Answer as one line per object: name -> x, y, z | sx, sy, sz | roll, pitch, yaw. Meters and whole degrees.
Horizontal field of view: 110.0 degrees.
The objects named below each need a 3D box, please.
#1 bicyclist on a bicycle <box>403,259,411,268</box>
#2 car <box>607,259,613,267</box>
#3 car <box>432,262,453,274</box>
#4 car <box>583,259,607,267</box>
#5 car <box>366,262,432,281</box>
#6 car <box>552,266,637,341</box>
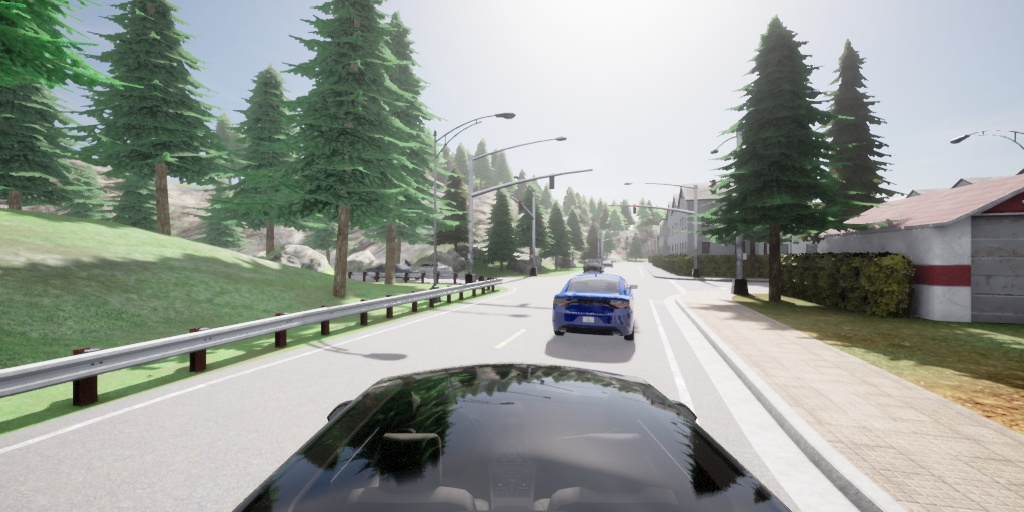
bicyclist on a bicycle -> -11.150, 1.167, 38.207 | 0.582, 1.620, 1.656 | -2, 5, 18
car -> 16.591, 1.298, 62.447 | 2.033, 1.411, 5.357 | 0, 0, 19
car -> -7.724, 1.291, 33.353 | 4.674, 1.442, 1.812 | 0, 0, 20
car -> 9.772, 1.102, 42.829 | 2.097, 1.767, 4.553 | 0, 0, 19
car -> -9.879, 1.313, 30.363 | 5.357, 1.411, 2.033 | 0, 0, 20
car -> 2.449, 1.228, 10.126 | 1.882, 1.535, 5.008 | 0, 0, 19
